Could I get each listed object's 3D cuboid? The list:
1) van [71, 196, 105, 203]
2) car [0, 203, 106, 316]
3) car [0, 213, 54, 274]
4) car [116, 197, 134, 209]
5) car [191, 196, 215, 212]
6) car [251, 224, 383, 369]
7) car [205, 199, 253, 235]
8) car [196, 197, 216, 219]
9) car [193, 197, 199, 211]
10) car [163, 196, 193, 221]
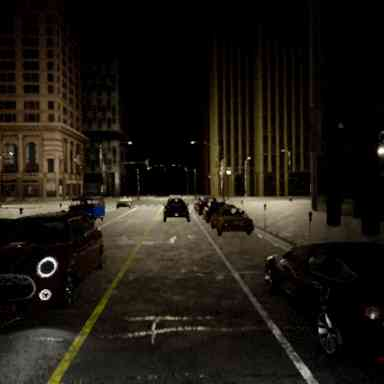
[{"bbox_3d":[-6.881,1.195,22.082,1.690,1.788,3.998,-1,1,-3],"label":"van"},{"bbox_3d":[-3.439,1.315,7.704,2.097,1.767,4.553,-1,1,-3],"label":"car"},{"bbox_3d":[-6.274,1.533,10.820,1.947,1.339,4.313,-1,1,-3],"label":"car"},{"bbox_3d":[-7.784,1.230,38.982,2.008,1.369,4.403,-1,1,-3],"label":"car"},{"bbox_3d":[1.030,1.172,33.806,2.008,1.369,4.403,-1,1,-3],"label":"car"},{"bbox_3d":[2.541,1.472,5.644,1.947,1.339,4.313,-1,1,-3],"label":"car"},{"bbox_3d":[1.927,1.318,17.078,1.752,1.417,4.829,-1,1,-3],"label":"car"},{"bbox_3d":[1.634,1.288,22.541,2.008,1.369,4.403,-1,1,-3],"label":"car"},{"bbox_3d":[1.331,1.120,28.173,1.967,1.590,4.097,-1,1,-3],"label":"car"},{"bbox_3d":[-1.131,1.281,24.148,1.812,1.442,4.674,-1,1,-3],"label":"car"}]
